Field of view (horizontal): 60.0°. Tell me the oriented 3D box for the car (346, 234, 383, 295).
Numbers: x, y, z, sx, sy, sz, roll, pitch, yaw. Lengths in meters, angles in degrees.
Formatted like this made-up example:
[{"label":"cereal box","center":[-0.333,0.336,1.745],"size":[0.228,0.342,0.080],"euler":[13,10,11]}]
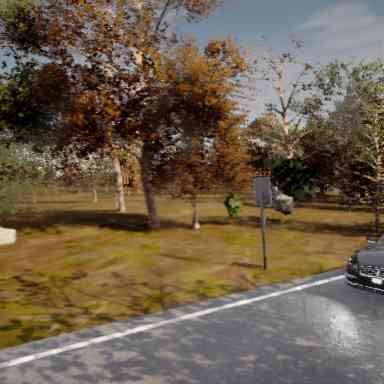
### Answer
[{"label":"car","center":[5.593,1.476,7.844],"size":[4.892,1.490,1.837],"euler":[0,0,-35]}]
